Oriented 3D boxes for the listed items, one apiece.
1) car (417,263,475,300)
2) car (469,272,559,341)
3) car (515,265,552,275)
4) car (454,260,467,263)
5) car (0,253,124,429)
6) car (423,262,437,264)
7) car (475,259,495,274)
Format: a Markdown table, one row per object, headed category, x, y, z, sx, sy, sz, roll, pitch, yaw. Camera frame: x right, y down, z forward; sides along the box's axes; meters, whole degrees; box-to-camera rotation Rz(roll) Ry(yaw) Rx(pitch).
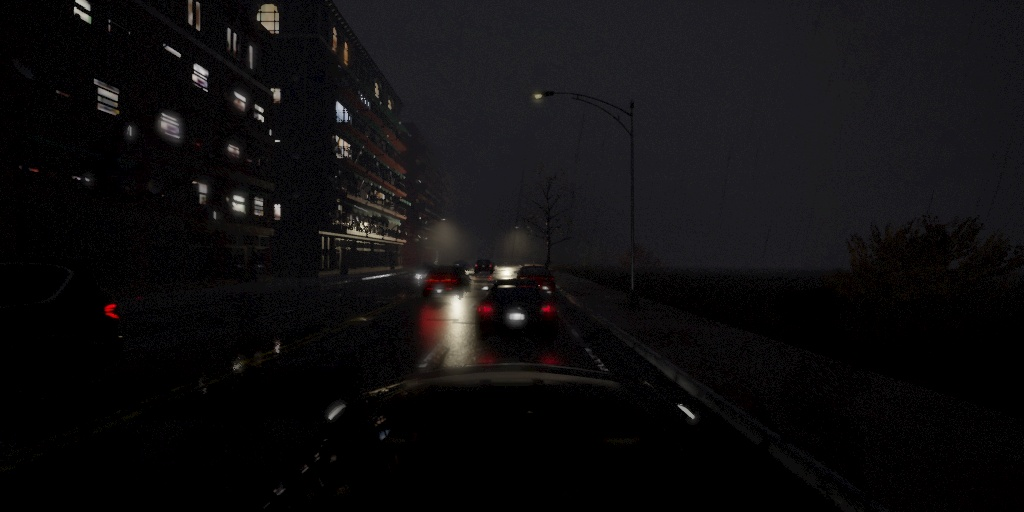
| category | x | y | z | sx | sy | sz | roll | pitch | yaw |
| --- | --- | --- | --- | --- | --- | --- | --- | --- | --- |
| car | -3.141 | 1.256 | 17.941 | 1.837 | 1.490 | 4.892 | 0 | 0 | 0 |
| car | 0.107 | 1.315 | 9.929 | 1.994 | 1.385 | 4.181 | 0 | 0 | 0 |
| car | 1.148 | 1.230 | 18.849 | 1.882 | 1.535 | 5.008 | 0 | 0 | 0 |
| car | -6.581 | 1.277 | 45.889 | 1.812 | 1.442 | 4.674 | 0 | 0 | 0 |
| car | -6.601 | 0.971 | 2.720 | 2.150 | 2.045 | 5.566 | 0 | 0 | 0 |
| car | -9.825 | 1.352 | 42.565 | 1.895 | 1.301 | 4.718 | 0 | 0 | 0 |
| car | -3.123 | 1.105 | 41.307 | 2.097 | 1.767 | 4.553 | 0 | 0 | 0 |
